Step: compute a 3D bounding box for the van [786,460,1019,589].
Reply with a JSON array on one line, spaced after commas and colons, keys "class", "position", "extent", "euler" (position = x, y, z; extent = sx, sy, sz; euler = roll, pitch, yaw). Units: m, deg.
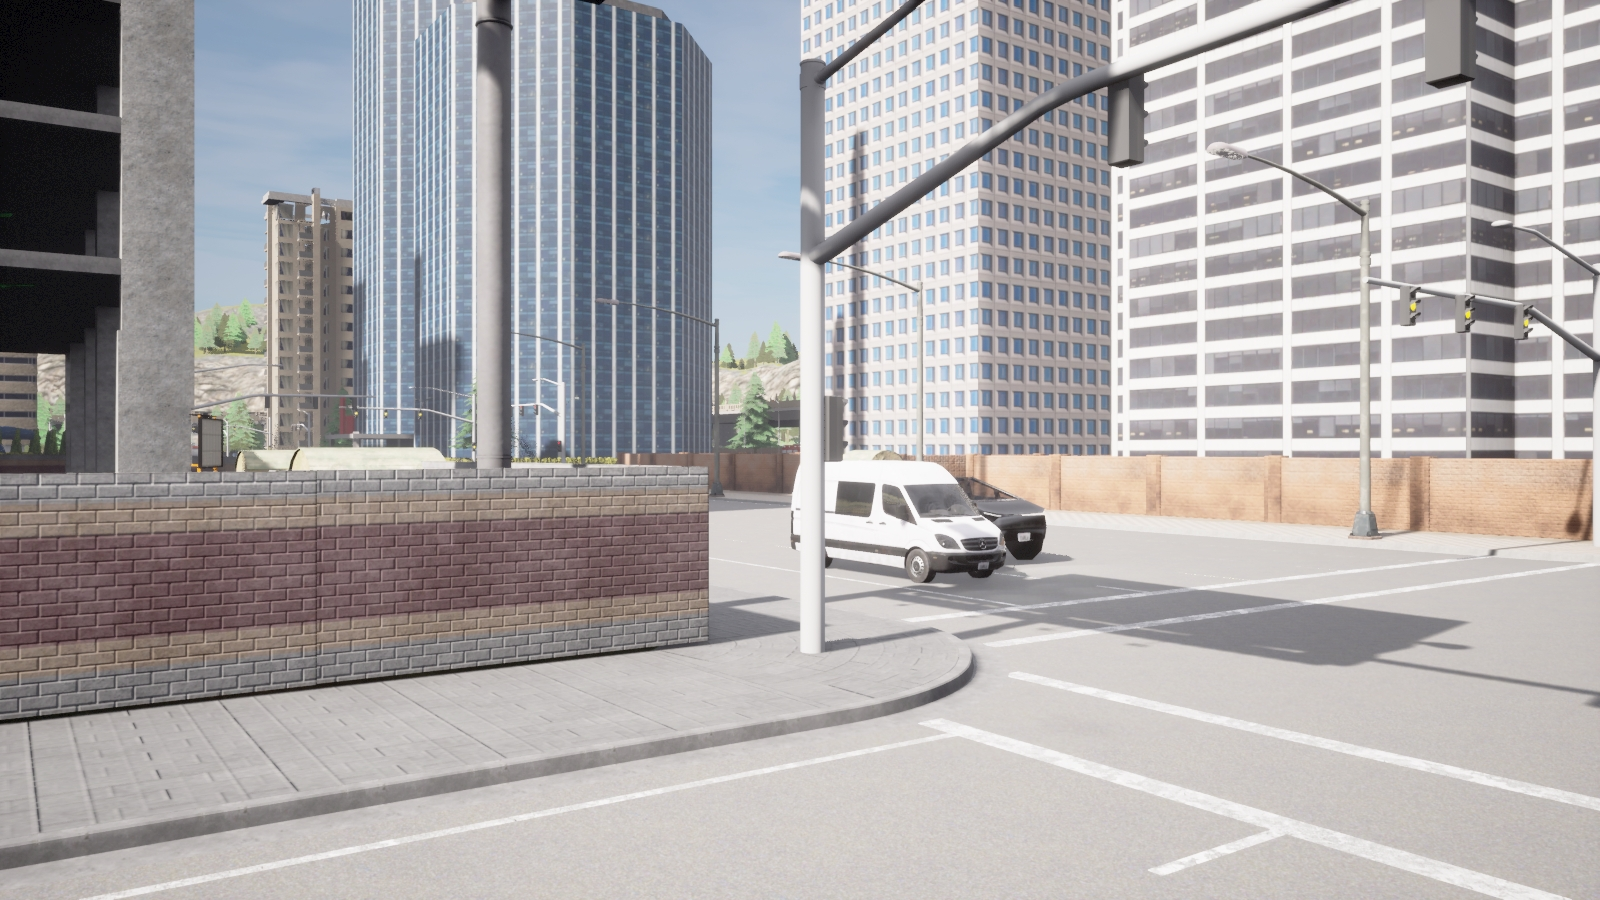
[{"class": "van", "position": [2.162, 1.533, 26.216], "extent": [1.988, 2.561, 5.915], "euler": [0, 0, -35]}]

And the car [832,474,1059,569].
[{"class": "car", "position": [3.654, 1.752, 30.193], "extent": [2.390, 2.098, 6.274], "euler": [0, 0, -35]}]
